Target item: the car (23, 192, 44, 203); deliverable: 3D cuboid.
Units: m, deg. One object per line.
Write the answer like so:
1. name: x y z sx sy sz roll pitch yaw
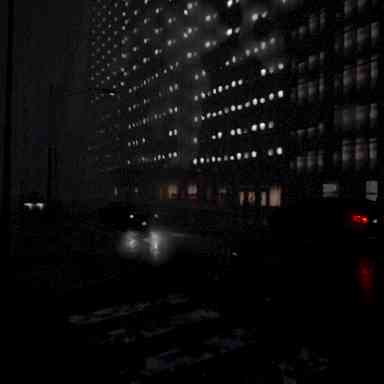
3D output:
1. car: -20.988 0.689 43.800 2.033 1.411 5.357 1 0 -35

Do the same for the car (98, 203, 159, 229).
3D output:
1. car: -3.762 1.314 19.353 1.895 1.301 4.718 1 0 -35

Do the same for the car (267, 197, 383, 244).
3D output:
1. car: 6.387 1.252 16.590 2.150 2.045 5.566 1 1 -35
